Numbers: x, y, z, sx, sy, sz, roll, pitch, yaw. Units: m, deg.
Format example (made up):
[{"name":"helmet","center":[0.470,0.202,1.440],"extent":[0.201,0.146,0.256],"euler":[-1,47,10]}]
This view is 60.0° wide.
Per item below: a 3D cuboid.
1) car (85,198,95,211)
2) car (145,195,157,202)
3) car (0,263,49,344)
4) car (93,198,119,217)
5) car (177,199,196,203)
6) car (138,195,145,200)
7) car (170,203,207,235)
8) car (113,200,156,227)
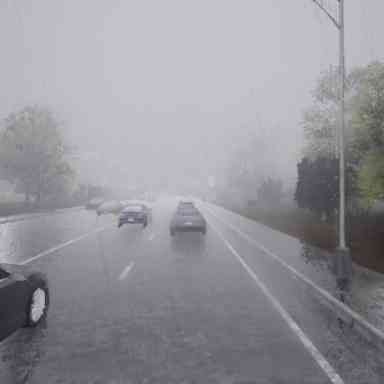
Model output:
[{"name":"car","center":[-11.375,1.493,40.232],"extent":[1.882,1.535,5.008],"euler":[0,0,-1]},{"name":"car","center":[-8.485,1.515,71.630],"extent":[1.837,1.490,4.892],"euler":[0,0,-1]},{"name":"car","center":[-3.459,1.509,4.065],"extent":[1.837,1.490,4.892],"euler":[0,0,0]},{"name":"car","center":[-7.690,1.536,31.704],"extent":[1.812,1.442,4.674],"euler":[0,0,-1]},{"name":"car","center":[-0.594,1.496,36.314],"extent":[2.128,1.511,4.902],"euler":[0,0,-1]},{"name":"car","center":[-12.207,1.480,81.550],"extent":[1.882,1.535,5.008],"euler":[0,0,-1]},{"name":"car","center":[-0.214,1.566,18.935],"extent":[1.994,1.385,4.181],"euler":[0,0,-1]},{"name":"car","center":[-3.780,1.532,22.639],"extent":[1.812,1.442,4.674],"euler":[0,0,-1]}]
